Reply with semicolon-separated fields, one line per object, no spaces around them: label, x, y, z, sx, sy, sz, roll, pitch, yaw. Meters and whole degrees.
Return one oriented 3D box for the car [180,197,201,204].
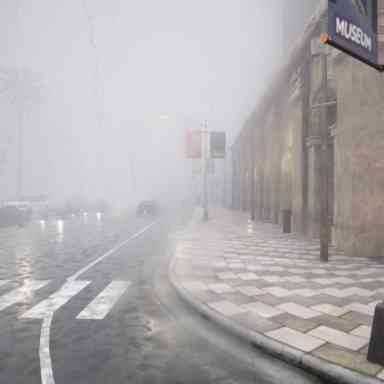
car;-0.132;1.604;65.321;1.895;1.301;4.718;0;0;37

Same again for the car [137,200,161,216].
car;-4.230;1.591;33.167;1.837;1.490;4.892;0;0;2

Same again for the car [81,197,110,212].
car;-11.099;1.526;39.310;1.812;1.442;4.674;0;0;2

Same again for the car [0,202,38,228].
car;-11.730;1.547;20.002;2.033;1.411;5.357;0;0;1

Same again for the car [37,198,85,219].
car;-11.454;1.526;29.426;1.812;1.442;4.674;0;0;2

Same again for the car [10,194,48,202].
car;-14.932;1.221;30.283;2.150;2.045;5.566;0;0;2
